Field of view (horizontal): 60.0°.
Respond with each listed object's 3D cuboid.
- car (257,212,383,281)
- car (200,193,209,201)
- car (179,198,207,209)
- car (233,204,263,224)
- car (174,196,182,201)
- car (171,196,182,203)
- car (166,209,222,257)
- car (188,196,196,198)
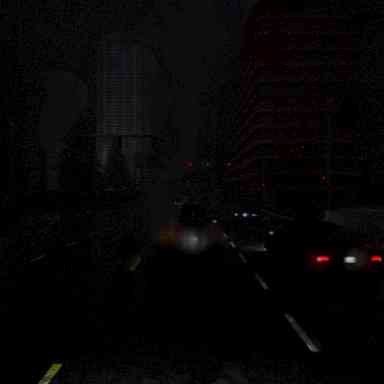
[{"bbox_3d":[3.543,1.562,9.919,2.033,1.411,5.357,0,0,0],"label":"car"},{"bbox_3d":[3.495,1.618,86.265,1.837,1.490,4.892,0,0,0],"label":"car"},{"bbox_3d":[0.070,1.531,28.777,1.837,1.490,4.892,0,0,0],"label":"car"},{"bbox_3d":[4.227,1.576,24.812,2.033,1.411,5.357,0,0,15],"label":"car"},{"bbox_3d":[-3.505,1.718,86.894,1.895,1.301,4.718,0,0,0],"label":"car"},{"bbox_3d":[-3.504,1.604,71.153,1.837,1.490,4.892,0,0,0],"label":"car"},{"bbox_3d":[0.066,1.582,13.028,1.994,1.385,4.181,0,0,0],"label":"car"},{"bbox_3d":[-0.005,1.659,86.553,2.033,1.411,5.357,0,0,0],"label":"car"}]
